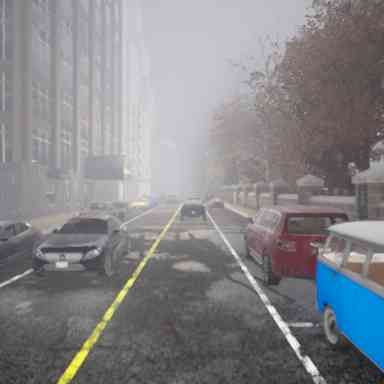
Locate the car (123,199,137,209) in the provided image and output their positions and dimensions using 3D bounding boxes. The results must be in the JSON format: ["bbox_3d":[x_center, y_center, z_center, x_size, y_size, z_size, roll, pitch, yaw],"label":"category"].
[{"bbox_3d":[-5.829,1.407,26.126,1.947,1.339,4.313,0,0,0],"label":"car"}]

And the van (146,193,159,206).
[{"bbox_3d":[-5.681,1.070,42.805,1.690,1.788,3.998,1,0,0],"label":"van"}]

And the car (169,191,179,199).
[{"bbox_3d":[-4.713,0.702,86.304,2.192,1.841,5.009,1,1,2],"label":"car"}]

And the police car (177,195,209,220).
[{"bbox_3d":[0.100,1.266,26.249,1.930,1.638,5.238,0,0,0],"label":"police car"}]

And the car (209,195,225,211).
[{"bbox_3d":[2.697,1.351,36.980,1.802,1.307,4.206,0,0,0],"label":"car"}]

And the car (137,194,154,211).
[{"bbox_3d":[-5.692,1.293,37.077,1.752,1.417,4.829,0,0,0],"label":"car"}]

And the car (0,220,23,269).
[{"bbox_3d":[-5.829,1.511,9.445,1.947,1.339,4.313,0,0,0],"label":"car"}]

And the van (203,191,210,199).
[{"bbox_3d":[3.663,0.728,86.044,1.690,1.788,3.998,1,1,2],"label":"van"}]

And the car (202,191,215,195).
[{"bbox_3d":[2.940,0.926,58.662,2.192,1.841,5.009,1,0,2],"label":"car"}]

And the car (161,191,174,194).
[{"bbox_3d":[-5.292,0.882,64.415,2.192,1.841,5.009,1,0,2],"label":"car"}]

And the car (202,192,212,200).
[{"bbox_3d":[3.373,0.919,75.092,1.967,1.590,4.097,1,0,2],"label":"car"}]

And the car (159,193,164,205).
[{"bbox_3d":[-5.653,1.255,48.349,1.947,1.339,4.313,1,0,1],"label":"car"}]

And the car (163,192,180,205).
[{"bbox_3d":[-2.986,1.172,51.330,1.837,1.490,4.892,0,0,1],"label":"car"}]

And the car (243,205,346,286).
[{"bbox_3d":[2.697,1.262,9.177,2.192,1.841,5.009,0,0,0],"label":"car"}]

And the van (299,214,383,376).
[{"bbox_3d":[2.697,1.320,3.617,1.690,1.788,3.998,0,0,0],"label":"van"}]

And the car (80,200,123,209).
[{"bbox_3d":[-5.828,1.317,20.566,1.967,1.590,4.097,0,0,0],"label":"car"}]

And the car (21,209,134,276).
[{"bbox_3d":[-3.100,1.466,10.252,1.812,1.442,4.674,0,0,0],"label":"car"}]
